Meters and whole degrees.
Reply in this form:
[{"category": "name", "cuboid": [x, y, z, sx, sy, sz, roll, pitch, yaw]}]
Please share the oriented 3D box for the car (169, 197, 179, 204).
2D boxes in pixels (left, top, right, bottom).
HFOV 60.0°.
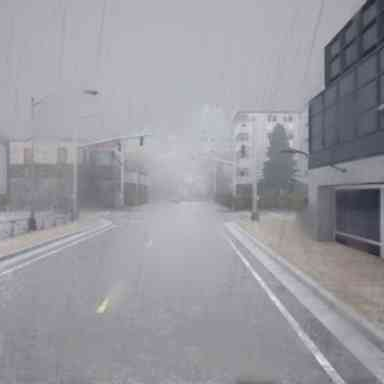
[{"category": "car", "cuboid": [-3.525, 1.628, 65.526, 1.882, 1.535, 5.008, 0, 0, 0]}]
